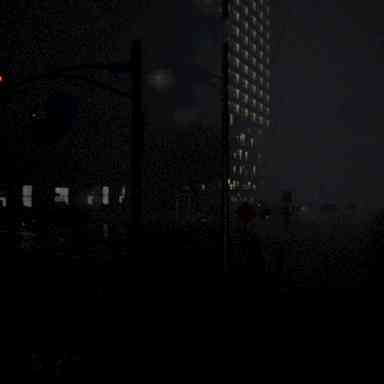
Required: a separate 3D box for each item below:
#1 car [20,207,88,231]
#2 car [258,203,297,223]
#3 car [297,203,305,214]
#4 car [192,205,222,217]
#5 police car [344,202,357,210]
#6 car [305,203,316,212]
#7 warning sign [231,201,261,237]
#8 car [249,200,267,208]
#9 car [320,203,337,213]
[{"bbox_3d":[-9.341,1.793,22.912,1.812,1.442,4.674,0,-1,33],"label":"car"},{"bbox_3d":[8.114,2.085,31.644,1.837,1.490,4.892,0,-1,33],"label":"car"},{"bbox_3d":[13.844,2.458,46.649,1.895,1.301,4.718,0,-1,33],"label":"car"},{"bbox_3d":[1.959,2.242,40.463,1.895,1.301,4.718,0,-1,33],"label":"car"},{"bbox_3d":[31.397,2.737,65.910,1.930,1.638,5.238,0,-1,33],"label":"police car"},{"bbox_3d":[19.034,2.532,54.807,1.837,1.490,4.892,0,-1,33],"label":"car"},{"bbox_3d":[3.020,1.454,18.621,1.300,1.860,1.060,1,1,33],"label":"warning sign"},{"bbox_3d":[10.881,2.005,54.149,2.097,1.767,4.553,0,-1,33],"label":"car"},{"bbox_3d":[21.887,2.511,53.064,1.882,1.535,5.008,0,-1,33],"label":"car"}]
